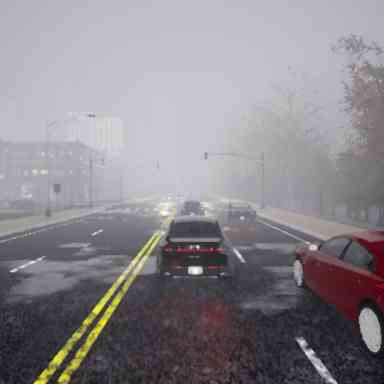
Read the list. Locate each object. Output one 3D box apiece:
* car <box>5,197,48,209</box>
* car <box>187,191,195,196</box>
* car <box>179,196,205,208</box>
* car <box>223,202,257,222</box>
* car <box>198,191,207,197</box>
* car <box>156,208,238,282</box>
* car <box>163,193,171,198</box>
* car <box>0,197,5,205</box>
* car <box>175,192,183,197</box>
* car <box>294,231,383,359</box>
[{"bbox_3d":[-20.082,1.475,41.007,4.313,1.339,1.947,-1,2,0],"label":"car"},{"bbox_3d":[-0.283,0.698,89.833,1.812,1.442,4.674,0,1,0],"label":"car"},{"bbox_3d":[0.002,1.306,25.504,1.812,1.442,4.674,0,0,-1],"label":"car"},{"bbox_3d":[3.278,1.393,23.880,1.895,1.301,4.718,0,0,0],"label":"car"},{"bbox_3d":[2.967,0.528,89.812,2.097,1.767,4.553,0,1,0],"label":"car"},{"bbox_3d":[0.069,1.421,9.522,1.837,1.490,4.892,0,0,0],"label":"car"},{"bbox_3d":[-6.784,0.815,90.012,1.895,1.301,4.718,0,1,0],"label":"car"},{"bbox_3d":[-28.442,1.403,49.492,4.403,1.369,2.008,-1,2,0],"label":"car"},{"bbox_3d":[-3.534,0.771,90.052,1.994,1.385,4.181,0,1,0],"label":"car"},{"bbox_3d":[3.327,1.424,5.900,1.882,1.535,5.008,0,1,0],"label":"car"}]
